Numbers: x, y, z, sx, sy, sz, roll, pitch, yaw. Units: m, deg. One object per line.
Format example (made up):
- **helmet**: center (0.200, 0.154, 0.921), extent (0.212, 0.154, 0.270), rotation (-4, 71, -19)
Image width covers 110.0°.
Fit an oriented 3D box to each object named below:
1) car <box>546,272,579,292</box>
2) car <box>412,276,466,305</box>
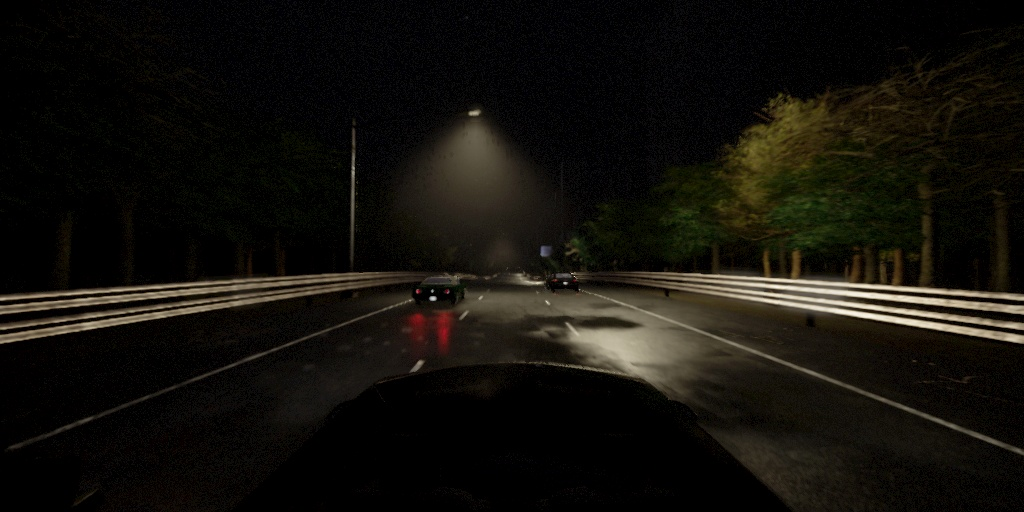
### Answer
- **car**: center (3.591, 1.858, 26.108), extent (1.994, 1.385, 4.181), rotation (0, -2, 0)
- **car**: center (-3.406, 1.625, 17.714), extent (1.895, 1.301, 4.718), rotation (0, -2, 0)
